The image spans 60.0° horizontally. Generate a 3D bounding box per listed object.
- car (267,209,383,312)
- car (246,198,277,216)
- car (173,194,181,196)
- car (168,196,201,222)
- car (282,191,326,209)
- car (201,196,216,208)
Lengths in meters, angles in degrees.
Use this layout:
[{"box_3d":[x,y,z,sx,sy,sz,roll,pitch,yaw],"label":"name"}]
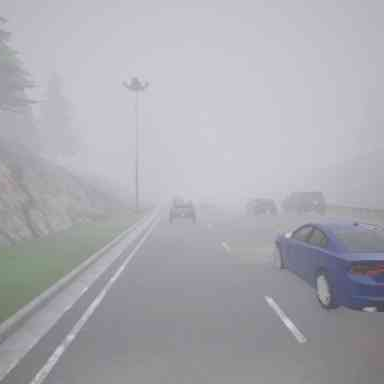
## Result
[{"box_3d":[3.356,1.402,7.668,1.882,1.535,5.008,0,0,-1],"label":"car"},{"box_3d":[6.106,1.273,29.487,1.837,1.490,4.892,0,1,-2],"label":"car"},{"box_3d":[-2.483,1.152,55.688,1.882,1.535,5.008,0,0,-4],"label":"car"},{"box_3d":[-0.711,1.343,24.761,2.128,1.511,4.902,0,0,-2],"label":"car"},{"box_3d":[9.636,0.964,28.951,2.150,2.045,5.566,0,0,-2],"label":"car"},{"box_3d":[1.889,1.243,43.079,1.812,1.442,4.674,0,0,-4],"label":"car"}]
